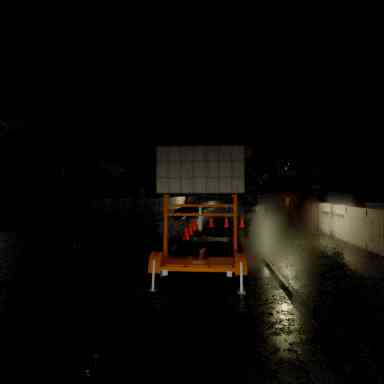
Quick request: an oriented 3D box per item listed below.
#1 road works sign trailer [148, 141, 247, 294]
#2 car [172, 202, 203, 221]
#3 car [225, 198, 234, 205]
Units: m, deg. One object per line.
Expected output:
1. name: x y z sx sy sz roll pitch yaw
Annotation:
1. road works sign trailer: 0.228 0.470 8.849 2.380 3.560 2.880 0 0 5
2. car: -0.237 1.592 28.043 2.033 1.411 5.357 0 0 10
3. car: 7.380 1.744 64.393 1.895 1.301 4.718 0 0 8
